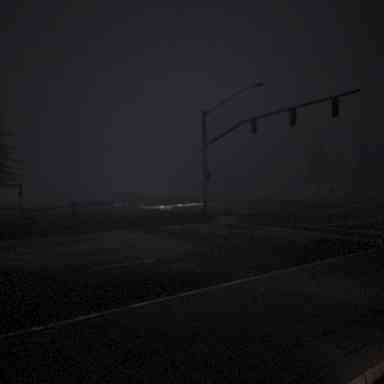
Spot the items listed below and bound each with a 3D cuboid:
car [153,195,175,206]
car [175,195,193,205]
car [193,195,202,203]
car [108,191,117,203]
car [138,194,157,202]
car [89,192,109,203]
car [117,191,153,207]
[{"bbox_3d":[-5.040,1.210,48.016,2.033,1.411,5.357,-1,1,-35],"label":"car"},{"bbox_3d":[-2.275,1.177,50.182,1.994,1.385,4.181,-1,1,-35],"label":"car"},{"bbox_3d":[-0.170,1.127,53.304,1.994,1.385,4.181,-1,1,-35],"label":"car"},{"bbox_3d":[-14.061,0.881,61.064,2.150,2.045,5.566,-1,1,-34],"label":"car"},{"bbox_3d":[-8.815,1.083,65.826,1.812,1.442,4.674,-1,1,-34],"label":"car"},{"bbox_3d":[-16.780,1.234,58.833,1.812,1.442,4.674,-1,1,-34],"label":"car"},{"bbox_3d":[-8.008,0.934,46.147,2.150,2.045,5.566,-1,1,-35],"label":"car"}]
